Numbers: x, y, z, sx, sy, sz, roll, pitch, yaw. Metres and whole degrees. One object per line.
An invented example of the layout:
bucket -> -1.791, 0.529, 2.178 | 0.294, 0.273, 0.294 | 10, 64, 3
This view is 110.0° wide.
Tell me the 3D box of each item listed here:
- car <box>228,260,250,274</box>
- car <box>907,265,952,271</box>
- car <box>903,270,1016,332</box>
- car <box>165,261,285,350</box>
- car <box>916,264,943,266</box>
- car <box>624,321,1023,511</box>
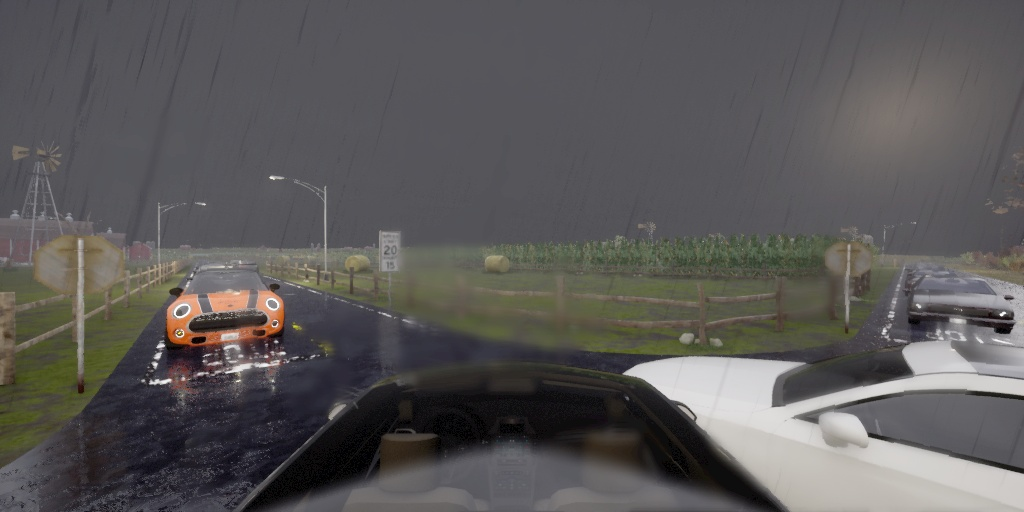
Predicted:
car -> -33.155, 1.264, 43.417 | 1.837, 1.490, 4.892 | 0, 0, -41
car -> 21.073, 1.360, 17.829 | 4.181, 1.385, 1.994 | 0, 1, -43
car -> 13.656, 1.333, 11.131 | 5.357, 1.411, 2.033 | 0, 1, -42
car -> -7.454, 1.136, 9.422 | 2.097, 1.767, 4.553 | 0, 0, -39
car -> 28.722, 1.303, 24.725 | 4.902, 1.511, 2.128 | 0, 1, -42
car -> 2.863, 1.293, 2.197 | 1.812, 1.442, 4.674 | 0, 1, -43
